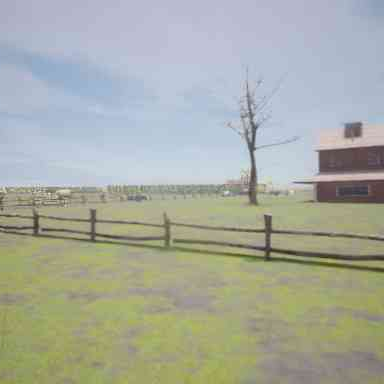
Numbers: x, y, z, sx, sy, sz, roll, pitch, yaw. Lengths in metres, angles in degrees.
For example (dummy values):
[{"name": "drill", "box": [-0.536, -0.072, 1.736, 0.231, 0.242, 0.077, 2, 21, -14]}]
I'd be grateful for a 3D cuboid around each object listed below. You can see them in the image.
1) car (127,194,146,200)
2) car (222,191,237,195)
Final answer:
[{"name": "car", "box": [-10.626, 1.000, 63.795, 1.994, 1.385, 4.181, -1, 0, 31]}, {"name": "car", "box": [9.976, 0.448, 93.150, 1.812, 1.442, 4.674, -1, 0, 31]}]
